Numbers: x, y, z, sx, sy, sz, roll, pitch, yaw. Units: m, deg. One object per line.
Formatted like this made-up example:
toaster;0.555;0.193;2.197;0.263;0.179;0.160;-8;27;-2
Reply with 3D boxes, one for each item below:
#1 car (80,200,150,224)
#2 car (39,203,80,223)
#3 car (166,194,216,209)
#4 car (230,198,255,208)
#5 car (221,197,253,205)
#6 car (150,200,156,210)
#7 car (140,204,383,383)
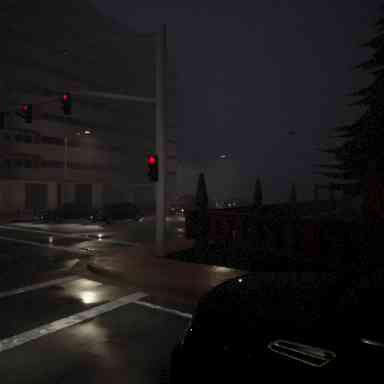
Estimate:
car;-5.754;1.560;25.595;1.837;1.490;4.892;0;0;35
car;-9.605;1.581;26.186;1.812;1.442;4.674;0;0;35
car;-0.198;1.277;33.590;2.150;2.045;5.566;0;0;35
car;7.804;1.620;51.140;1.994;1.385;4.181;0;0;35
car;5.461;1.407;41.709;2.097;1.767;4.553;0;0;35
car;-4.399;1.581;33.657;1.812;1.442;4.674;0;0;35
car;2.426;1.221;2.130;5.566;2.045;2.150;0;0;37
